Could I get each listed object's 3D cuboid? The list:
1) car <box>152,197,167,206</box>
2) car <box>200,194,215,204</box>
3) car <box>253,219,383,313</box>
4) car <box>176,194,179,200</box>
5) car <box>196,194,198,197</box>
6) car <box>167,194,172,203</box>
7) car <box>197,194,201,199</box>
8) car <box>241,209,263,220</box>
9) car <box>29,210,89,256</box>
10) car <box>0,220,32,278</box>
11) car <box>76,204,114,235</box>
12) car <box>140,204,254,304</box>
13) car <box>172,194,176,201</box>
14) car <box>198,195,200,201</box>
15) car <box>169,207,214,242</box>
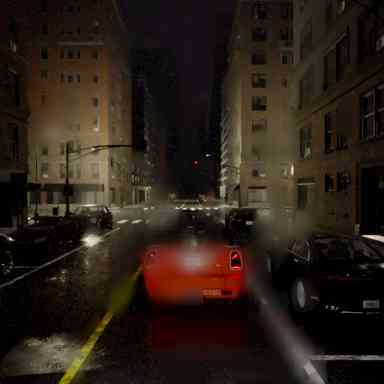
[{"bbox_3d":[-5.701,1.617,55.569,1.802,1.307,4.206,0,0,0],"label":"car"},{"bbox_3d":[2.823,1.476,55.566,1.967,1.590,4.097,0,0,0],"label":"car"},{"bbox_3d":[2.847,1.551,7.473,2.008,1.369,4.403,0,0,0],"label":"car"},{"bbox_3d":[-5.679,1.456,93.429,2.192,1.841,5.009,0,0,0],"label":"car"},{"bbox_3d":[2.843,1.560,88.019,1.967,1.590,4.097,0,0,0],"label":"car"},{"bbox_3d":[-5.694,1.606,66.385,2.008,1.369,4.403,0,0,0],"label":"car"},{"bbox_3d":[2.836,1.524,77.202,1.967,1.590,4.097,0,0,0],"label":"car"},{"bbox_3d":[2.834,1.566,18.475,1.947,1.339,4.313,0,0,0],"label":"car"},{"bbox_3d":[-5.685,1.582,12.964,1.802,1.307,4.206,0,0,0],"label":"car"},{"bbox_3d":[-5.678,1.565,7.463,1.947,1.339,4.313,0,0,0],"label":"car"},{"bbox_3d":[-5.691,1.440,18.466,1.967,1.590,4.097,0,0,0],"label":"car"},{"bbox_3d":[0.053,1.352,8.334,2.097,1.767,4.553,0,0,0],"label":"car"},{"bbox_3d":[-5.685,1.625,82.441,1.752,1.417,4.829,0,0,0],"label":"car"},{"bbox_3d":[2.831,1.606,66.383,2.008,1.369,4.403,0,0,0],"label":"car"},{"bbox_3d":[-0.016,1.564,16.988,1.994,1.385,4.181,0,0,0],"label":"car"}]
